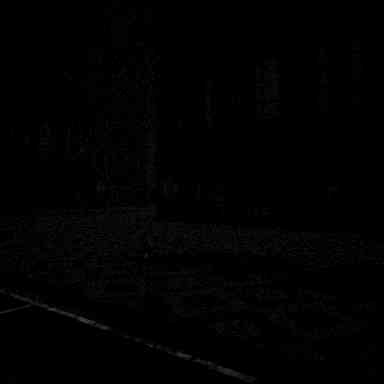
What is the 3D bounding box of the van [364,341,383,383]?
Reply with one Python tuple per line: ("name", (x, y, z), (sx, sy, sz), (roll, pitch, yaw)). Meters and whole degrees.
("van", (2.713, 1.341, 1.049), (3.998, 1.788, 1.690), (0, 0, 35))
